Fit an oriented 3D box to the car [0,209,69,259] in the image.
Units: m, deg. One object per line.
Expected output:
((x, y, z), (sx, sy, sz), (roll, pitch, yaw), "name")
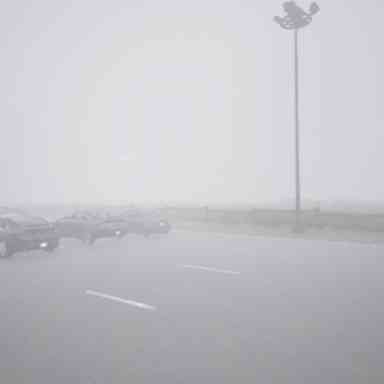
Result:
((-7.305, 1.658, 13.402), (4.892, 1.490, 1.837), (0, 0, 36), "car")

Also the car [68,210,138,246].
((-5.269, 1.644, 16.249), (4.902, 1.511, 2.128), (-1, 0, 36), "car")

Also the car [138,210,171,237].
((-3.224, 1.716, 19.090), (4.181, 1.385, 1.994), (-1, 0, 36), "car")

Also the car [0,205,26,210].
((-15.451, 1.824, 27.814), (4.892, 1.490, 1.837), (0, 0, 36), "car")
